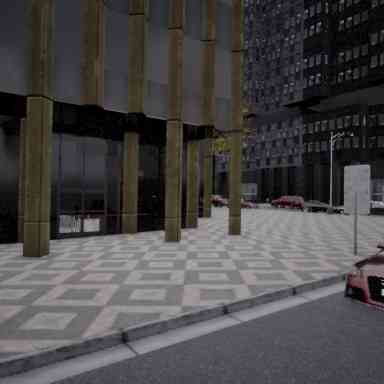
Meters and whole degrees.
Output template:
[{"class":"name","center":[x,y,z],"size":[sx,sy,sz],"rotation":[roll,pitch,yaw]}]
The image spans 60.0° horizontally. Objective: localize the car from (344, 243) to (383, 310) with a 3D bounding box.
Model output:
[{"class":"car","center":[5.014,1.569,6.857],"size":[4.181,1.385,1.994],"rotation":[0,0,-36]}]

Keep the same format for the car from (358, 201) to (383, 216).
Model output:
[{"class":"car","center":[16.351,1.518,29.321],"size":[2.008,1.369,4.403],"rotation":[1,-1,-35]}]

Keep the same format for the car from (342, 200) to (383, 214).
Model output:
[{"class":"car","center":[20.107,1.709,38.756],"size":[2.008,1.369,4.403],"rotation":[1,-1,-35]}]

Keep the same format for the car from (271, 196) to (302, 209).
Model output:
[{"class":"car","center":[13.732,1.488,47.751],"size":[2.192,1.841,5.009],"rotation":[1,-1,-35]}]

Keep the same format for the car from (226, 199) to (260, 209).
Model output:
[{"class":"car","center":[6.780,1.571,42.809],"size":[1.802,1.307,4.206],"rotation":[1,-1,-35]}]

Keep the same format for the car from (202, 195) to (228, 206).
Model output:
[{"class":"car","center":[4.163,1.512,61.239],"size":[2.192,1.841,5.009],"rotation":[1,-1,-35]}]

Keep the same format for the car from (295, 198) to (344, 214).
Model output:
[{"class":"car","center":[13.161,1.540,33.817],"size":[1.947,1.339,4.313],"rotation":[1,-1,-35]}]

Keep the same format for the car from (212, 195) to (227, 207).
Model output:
[{"class":"car","center":[3.595,1.312,47.309],"size":[2.192,1.841,5.009],"rotation":[1,-1,-35]}]
